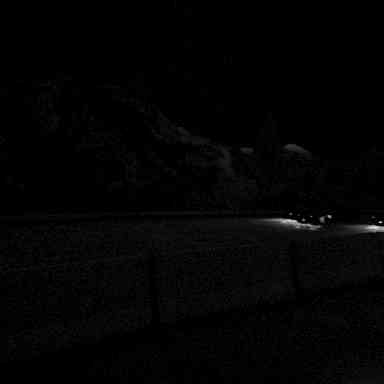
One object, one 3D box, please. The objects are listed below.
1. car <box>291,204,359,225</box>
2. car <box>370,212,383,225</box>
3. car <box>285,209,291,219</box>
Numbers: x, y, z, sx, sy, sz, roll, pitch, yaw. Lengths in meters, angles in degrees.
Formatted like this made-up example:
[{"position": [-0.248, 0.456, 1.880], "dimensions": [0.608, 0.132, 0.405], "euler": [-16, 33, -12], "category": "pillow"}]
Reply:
[{"position": [10.847, 1.752, 26.400], "dimensions": [5.357, 1.411, 2.033], "euler": [1, 0, -26], "category": "car"}, {"position": [15.928, 1.795, 24.969], "dimensions": [5.357, 1.411, 2.033], "euler": [1, 0, -25], "category": "car"}, {"position": [10.467, 1.780, 30.054], "dimensions": [4.181, 1.385, 1.994], "euler": [1, 0, -26], "category": "car"}]
